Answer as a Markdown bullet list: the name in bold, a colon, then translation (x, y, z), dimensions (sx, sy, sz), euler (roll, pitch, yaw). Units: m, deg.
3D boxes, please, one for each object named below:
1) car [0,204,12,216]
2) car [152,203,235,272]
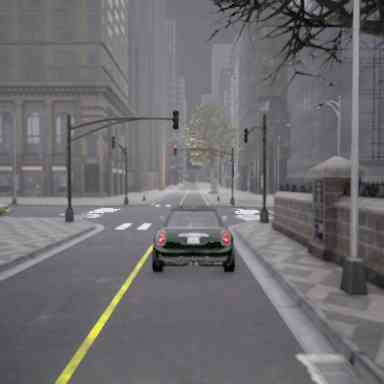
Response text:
- **car**: translation (-14.840, 0.919, 22.538), dimensions (4.829, 1.417, 1.752), euler (1, 1, 1)
- **car**: translation (0.054, 1.133, 10.142), dimensions (2.097, 1.767, 4.553), euler (0, 1, 0)
